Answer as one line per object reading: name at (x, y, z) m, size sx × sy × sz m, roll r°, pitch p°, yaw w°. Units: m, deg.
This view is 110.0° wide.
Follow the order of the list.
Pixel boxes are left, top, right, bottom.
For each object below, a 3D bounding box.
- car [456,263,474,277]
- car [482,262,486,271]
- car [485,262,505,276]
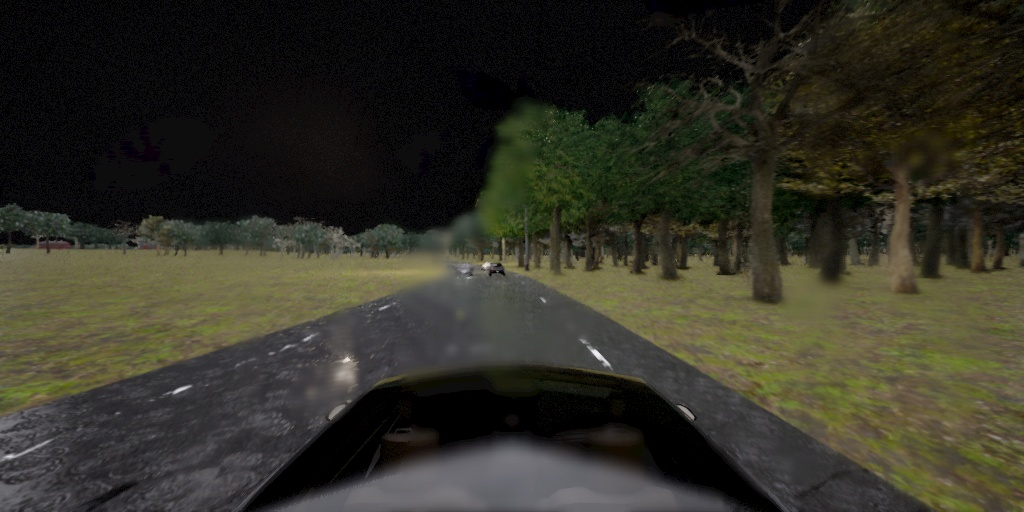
car at (-5.483, 1.611, 42.233) m, size 2.128 × 1.511 × 4.902 m, roll -1°, pitch 0°, yaw -5°
car at (-3.986, 1.720, 60.535) m, size 1.812 × 1.442 × 4.674 m, roll -1°, pitch 0°, yaw -8°
car at (-1.914, 1.574, 43.395) m, size 1.837 × 1.490 × 4.892 m, roll -1°, pitch -1°, yaw -5°
